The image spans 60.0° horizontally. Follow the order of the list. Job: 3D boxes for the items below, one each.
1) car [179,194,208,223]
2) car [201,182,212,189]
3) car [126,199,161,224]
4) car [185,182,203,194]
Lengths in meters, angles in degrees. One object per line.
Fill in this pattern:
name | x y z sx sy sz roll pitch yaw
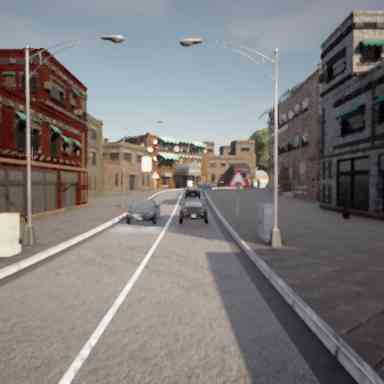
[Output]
car | 0.102 1.182 22.530 1.812 1.442 4.674 0 2 0
car | 2.029 -1.184 64.118 1.994 1.385 4.181 1 2 39
car | -3.095 1.207 21.909 1.812 1.442 4.674 0 2 0
car | 0.096 -0.047 42.121 1.882 1.535 5.008 0 4 0
